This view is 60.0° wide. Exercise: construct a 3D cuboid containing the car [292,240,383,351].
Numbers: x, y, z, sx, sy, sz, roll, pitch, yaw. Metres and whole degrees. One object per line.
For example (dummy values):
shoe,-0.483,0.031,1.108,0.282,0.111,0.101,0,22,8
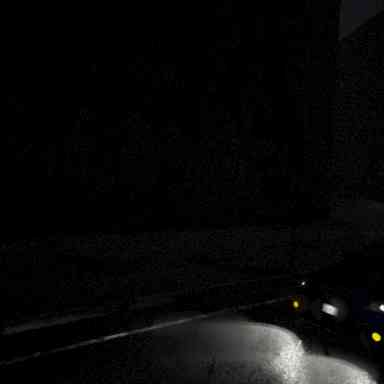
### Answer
car,3.834,1.585,5.869,4.181,1.385,1.994,0,0,-27
